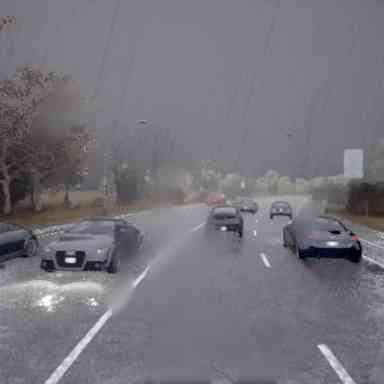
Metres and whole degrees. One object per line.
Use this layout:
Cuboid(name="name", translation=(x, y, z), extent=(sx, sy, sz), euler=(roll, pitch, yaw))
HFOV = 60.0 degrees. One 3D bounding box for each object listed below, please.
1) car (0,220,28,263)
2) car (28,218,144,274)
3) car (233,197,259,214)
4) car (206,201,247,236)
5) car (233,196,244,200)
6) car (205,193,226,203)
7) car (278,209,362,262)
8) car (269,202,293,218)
Cuboid(name="car", translation=(-6.443, 1.529, 9.852), extent=(1.994, 1.385, 4.181), euler=(0, 0, 6))
Cuboid(name="car", translation=(-2.876, 1.540, 10.418), extent=(1.994, 1.385, 4.181), euler=(0, 0, 6))
Cuboid(name="car", translation=(5.969, 1.537, 35.484), extent=(1.994, 1.385, 4.181), euler=(0, 0, 16))
Cuboid(name="car", translation=(1.904, 1.487, 18.214), extent=(1.837, 1.490, 4.892), euler=(0, 0, 9))
Cuboid(name="car", translation=(7.715, 1.456, 52.812), extent=(1.837, 1.490, 4.892), euler=(0, 0, 20))
Cuboid(name="car", translation=(3.817, 1.155, 52.266), extent=(2.150, 2.045, 5.566), euler=(0, 0, 19))
Cuboid(name="car", translation=(4.564, 1.563, 12.223), extent=(1.994, 1.385, 4.181), euler=(0, 0, 7))
Cuboid(name="car", translation=(7.820, 1.538, 29.247), extent=(2.033, 1.411, 5.357), euler=(0, 0, 15))
